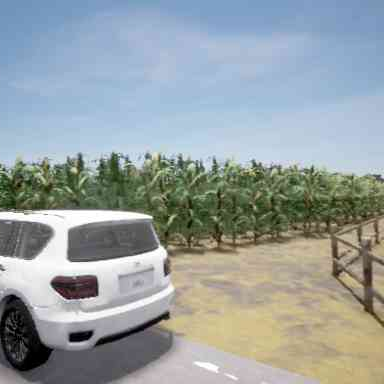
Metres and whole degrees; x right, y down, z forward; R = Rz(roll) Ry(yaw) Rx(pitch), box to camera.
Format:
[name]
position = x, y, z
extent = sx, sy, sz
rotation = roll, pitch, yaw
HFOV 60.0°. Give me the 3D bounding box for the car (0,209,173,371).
[car]
position = -2.887, 1.336, 6.094
extent = 5.566, 2.045, 2.150
rotation = -1, -1, 37
